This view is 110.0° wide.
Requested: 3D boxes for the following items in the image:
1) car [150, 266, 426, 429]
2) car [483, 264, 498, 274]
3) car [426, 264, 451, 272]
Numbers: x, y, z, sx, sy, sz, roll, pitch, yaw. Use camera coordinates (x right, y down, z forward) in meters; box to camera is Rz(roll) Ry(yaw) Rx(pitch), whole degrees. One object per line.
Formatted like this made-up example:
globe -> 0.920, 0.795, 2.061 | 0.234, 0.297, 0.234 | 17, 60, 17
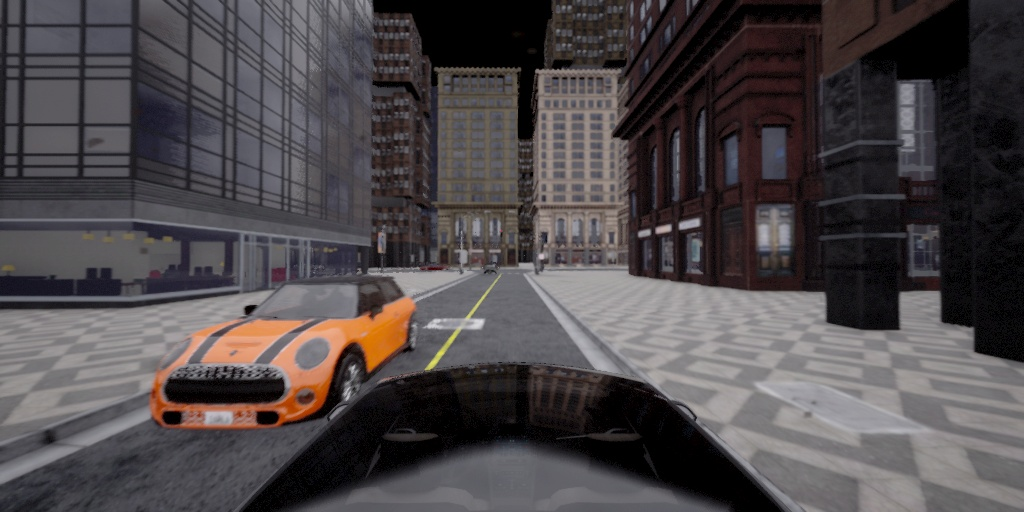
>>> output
car -> -3.101, 1.144, 6.042 | 2.097, 1.767, 4.553 | 0, -1, 0
car -> -3.001, 1.814, 50.380 | 1.837, 1.490, 4.892 | 0, -1, 0
car -> -12.474, 1.976, 58.731 | 4.718, 1.301, 1.895 | 0, -1, 0
